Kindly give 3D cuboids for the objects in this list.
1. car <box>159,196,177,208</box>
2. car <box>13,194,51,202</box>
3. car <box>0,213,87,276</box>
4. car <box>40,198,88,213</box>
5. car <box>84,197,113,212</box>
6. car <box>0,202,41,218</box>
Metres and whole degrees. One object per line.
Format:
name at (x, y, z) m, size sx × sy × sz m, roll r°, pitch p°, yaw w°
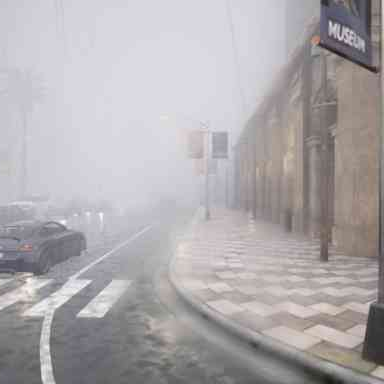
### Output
car at (-3.391, 1.354, 47.180) m, size 2.097 × 1.767 × 4.553 m, roll 0°, pitch 0°, yaw 3°
car at (-14.734, 1.232, 30.488) m, size 2.150 × 2.045 × 5.566 m, roll 0°, pitch 0°, yaw 2°
car at (-4.851, 1.573, 10.397) m, size 1.994 × 1.385 × 4.181 m, roll 0°, pitch 0°, yaw 2°
car at (-11.264, 1.535, 29.599) m, size 1.812 × 1.442 × 4.674 m, roll 0°, pitch 0°, yaw 3°
car at (-10.819, 1.538, 39.479) m, size 1.812 × 1.442 × 4.674 m, roll 0°, pitch 0°, yaw 3°
car at (-11.625, 1.554, 20.178) m, size 2.033 × 1.411 × 5.357 m, roll 0°, pitch 0°, yaw 2°
